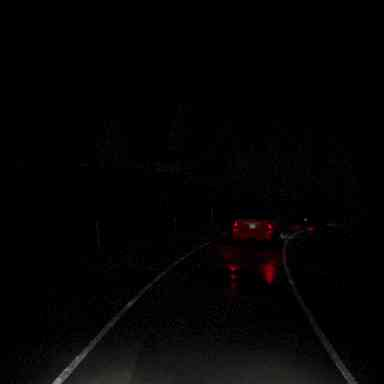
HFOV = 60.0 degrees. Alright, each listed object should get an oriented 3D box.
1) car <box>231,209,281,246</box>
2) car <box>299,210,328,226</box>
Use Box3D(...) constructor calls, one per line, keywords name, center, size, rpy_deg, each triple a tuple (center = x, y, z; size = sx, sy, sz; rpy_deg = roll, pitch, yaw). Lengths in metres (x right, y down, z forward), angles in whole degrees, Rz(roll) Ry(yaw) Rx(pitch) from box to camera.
Box3D(name="car", center=(3.435, 1.637, 17.190), size=(2.097, 1.767, 4.553), rpy_deg=(2, -1, 18))
Box3D(name="car", center=(12.150, 2.535, 33.225), size=(1.812, 1.442, 4.674), rpy_deg=(3, -1, 38))
